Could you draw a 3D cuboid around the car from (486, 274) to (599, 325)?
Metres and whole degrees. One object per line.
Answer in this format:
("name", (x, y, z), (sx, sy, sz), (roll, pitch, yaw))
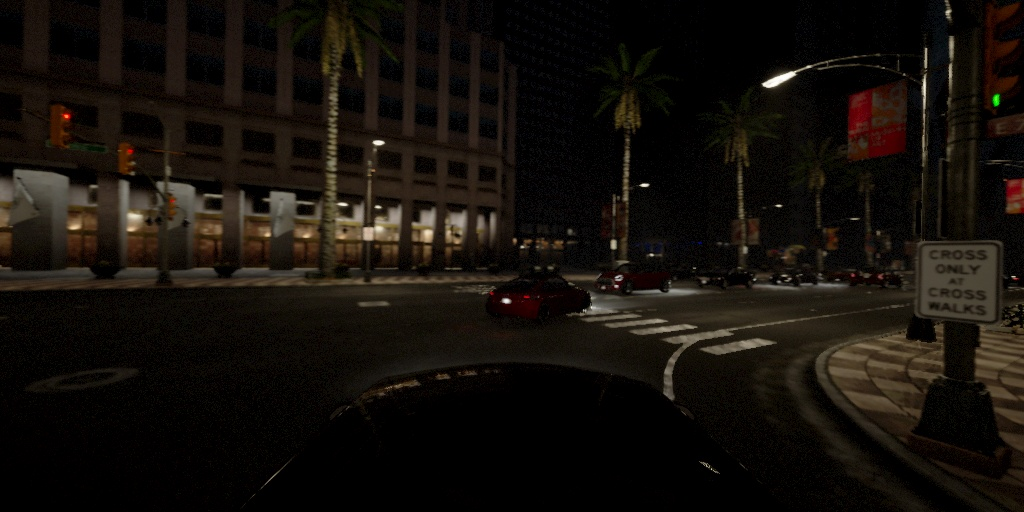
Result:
("car", (1.045, 1.309, 12.116), (1.994, 1.385, 4.181), (1, 0, 37))

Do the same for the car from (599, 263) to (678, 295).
("car", (6.999, 1.198, 20.766), (4.553, 1.767, 2.097), (1, 0, -28))

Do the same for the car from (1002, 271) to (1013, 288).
("car", (41.409, 2.090, 31.294), (4.181, 1.385, 1.994), (1, 0, -29))

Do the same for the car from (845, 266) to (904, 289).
("car", (28.989, 1.630, 28.471), (4.553, 1.767, 2.097), (1, 0, -28))

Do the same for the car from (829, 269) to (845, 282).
("car", (32.275, 1.931, 34.437), (4.718, 1.301, 1.895), (1, 0, -28))

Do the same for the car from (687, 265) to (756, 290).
("car", (14.988, 1.490, 25.103), (4.902, 1.511, 2.128), (1, 0, -28))

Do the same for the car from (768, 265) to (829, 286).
("car", (23.579, 1.711, 29.757), (5.357, 1.411, 2.033), (1, 0, -28))

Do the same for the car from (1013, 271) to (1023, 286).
("car", (50.182, 2.241, 36.159), (5.357, 1.411, 2.033), (1, 0, -29))
